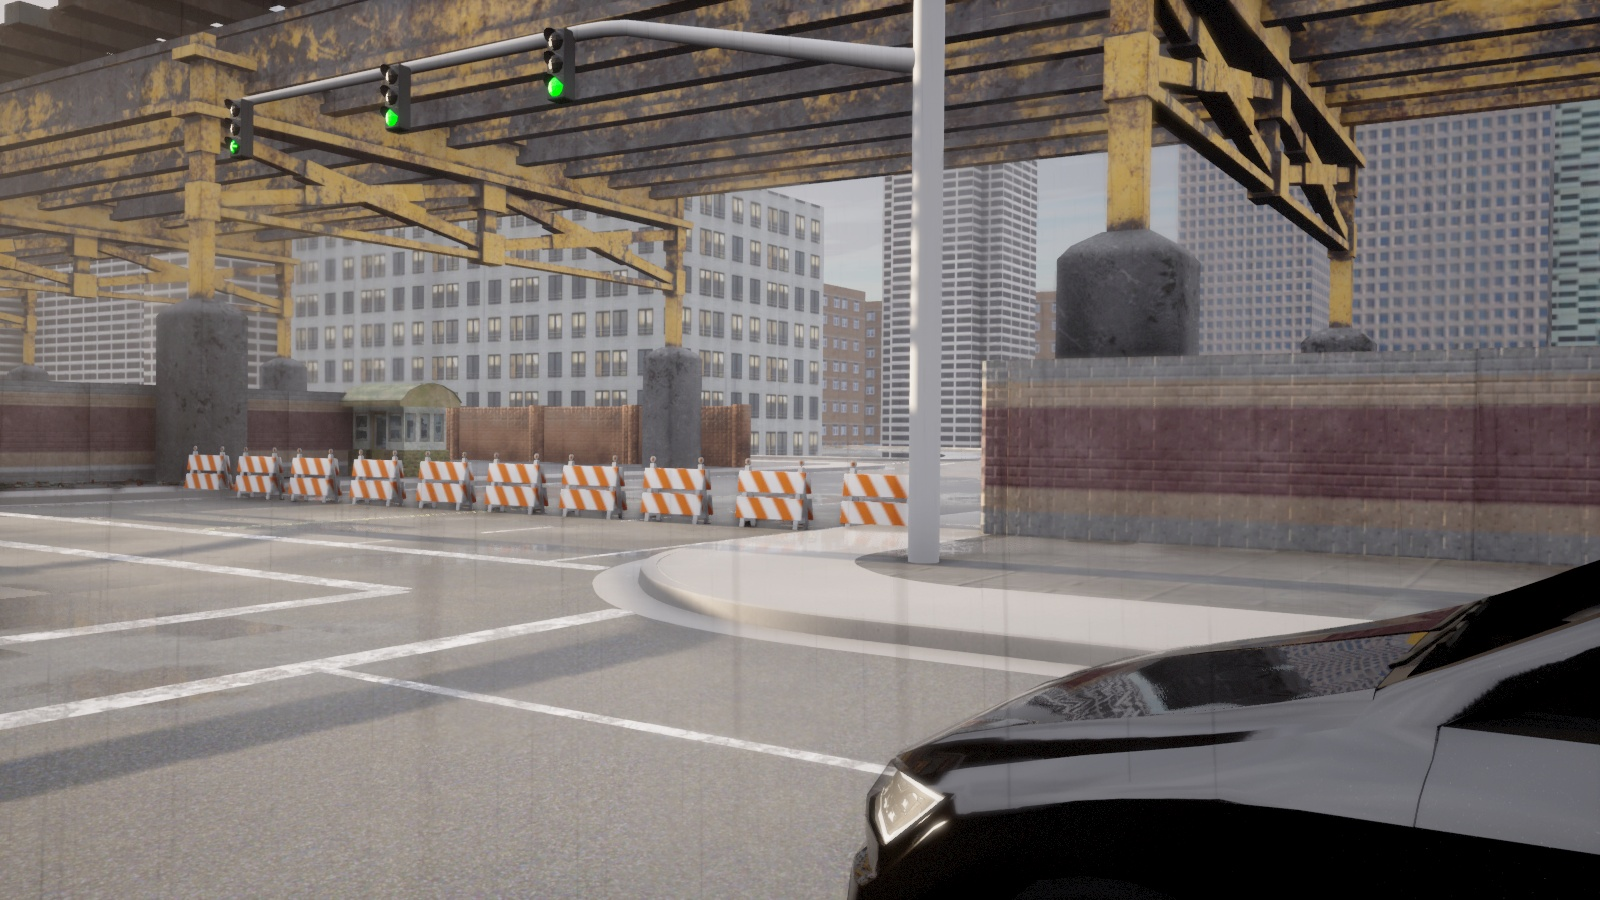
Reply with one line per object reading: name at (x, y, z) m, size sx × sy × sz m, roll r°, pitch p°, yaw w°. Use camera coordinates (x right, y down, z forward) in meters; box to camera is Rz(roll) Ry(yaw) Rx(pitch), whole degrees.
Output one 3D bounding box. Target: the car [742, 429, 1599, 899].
car at (2.136, 0.696, 2.204) m, size 4.193 × 1.474 × 1.816 m, roll 0°, pitch 1°, yaw 34°
